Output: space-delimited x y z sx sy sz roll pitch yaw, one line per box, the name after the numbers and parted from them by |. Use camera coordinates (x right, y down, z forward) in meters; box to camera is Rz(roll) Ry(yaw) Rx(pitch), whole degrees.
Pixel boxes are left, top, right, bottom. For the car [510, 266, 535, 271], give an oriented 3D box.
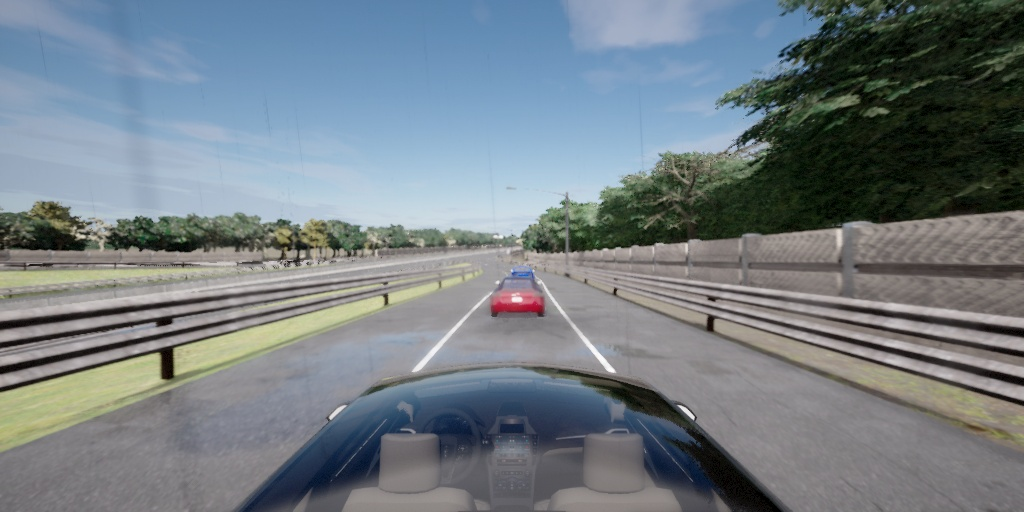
0.885 1.581 30.193 1.882 1.535 5.008 0 0 3 | car

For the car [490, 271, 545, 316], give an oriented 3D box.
0.259 1.469 14.142 1.994 1.385 4.181 0 -1 2 | car
